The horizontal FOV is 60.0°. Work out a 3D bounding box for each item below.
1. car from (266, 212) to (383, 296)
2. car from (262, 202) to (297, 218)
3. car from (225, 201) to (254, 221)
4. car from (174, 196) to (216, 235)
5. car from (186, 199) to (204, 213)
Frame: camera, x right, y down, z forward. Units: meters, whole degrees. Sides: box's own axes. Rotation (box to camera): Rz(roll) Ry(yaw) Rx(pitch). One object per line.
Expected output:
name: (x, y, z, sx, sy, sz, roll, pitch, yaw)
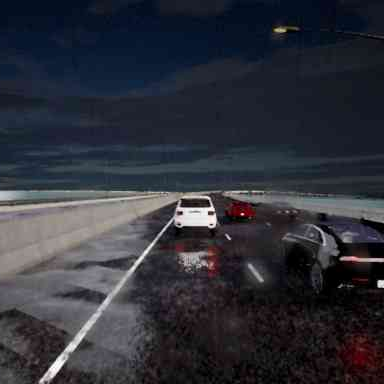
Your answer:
car: (3.619, 1.496, 8.618, 2.128, 1.511, 4.902, 0, 0, 0)
car: (7.245, 1.556, 27.666, 2.033, 1.411, 5.357, 0, 0, 1)
car: (3.741, 1.486, 27.010, 1.882, 1.535, 5.008, 0, 0, 1)
car: (0.158, 1.229, 19.125, 2.150, 2.045, 5.566, 0, 0, 0)
car: (0.389, 1.553, 39.308, 2.033, 1.411, 5.357, 0, 0, 1)
